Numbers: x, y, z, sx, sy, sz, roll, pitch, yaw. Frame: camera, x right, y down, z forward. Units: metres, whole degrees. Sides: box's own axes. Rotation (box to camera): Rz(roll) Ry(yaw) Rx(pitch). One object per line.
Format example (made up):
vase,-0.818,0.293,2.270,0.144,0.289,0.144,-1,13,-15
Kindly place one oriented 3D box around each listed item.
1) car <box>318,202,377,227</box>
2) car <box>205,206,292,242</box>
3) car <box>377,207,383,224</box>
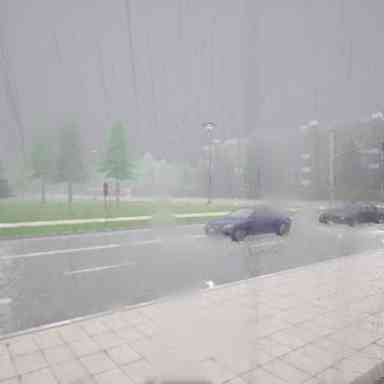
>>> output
car,10.286,1.357,21.032,5.357,1.411,2.033,-1,0,-35
car,2.769,1.404,15.672,4.674,1.442,1.812,-1,0,-35
car,12.318,1.364,18.182,4.181,1.385,1.994,-1,0,-35
